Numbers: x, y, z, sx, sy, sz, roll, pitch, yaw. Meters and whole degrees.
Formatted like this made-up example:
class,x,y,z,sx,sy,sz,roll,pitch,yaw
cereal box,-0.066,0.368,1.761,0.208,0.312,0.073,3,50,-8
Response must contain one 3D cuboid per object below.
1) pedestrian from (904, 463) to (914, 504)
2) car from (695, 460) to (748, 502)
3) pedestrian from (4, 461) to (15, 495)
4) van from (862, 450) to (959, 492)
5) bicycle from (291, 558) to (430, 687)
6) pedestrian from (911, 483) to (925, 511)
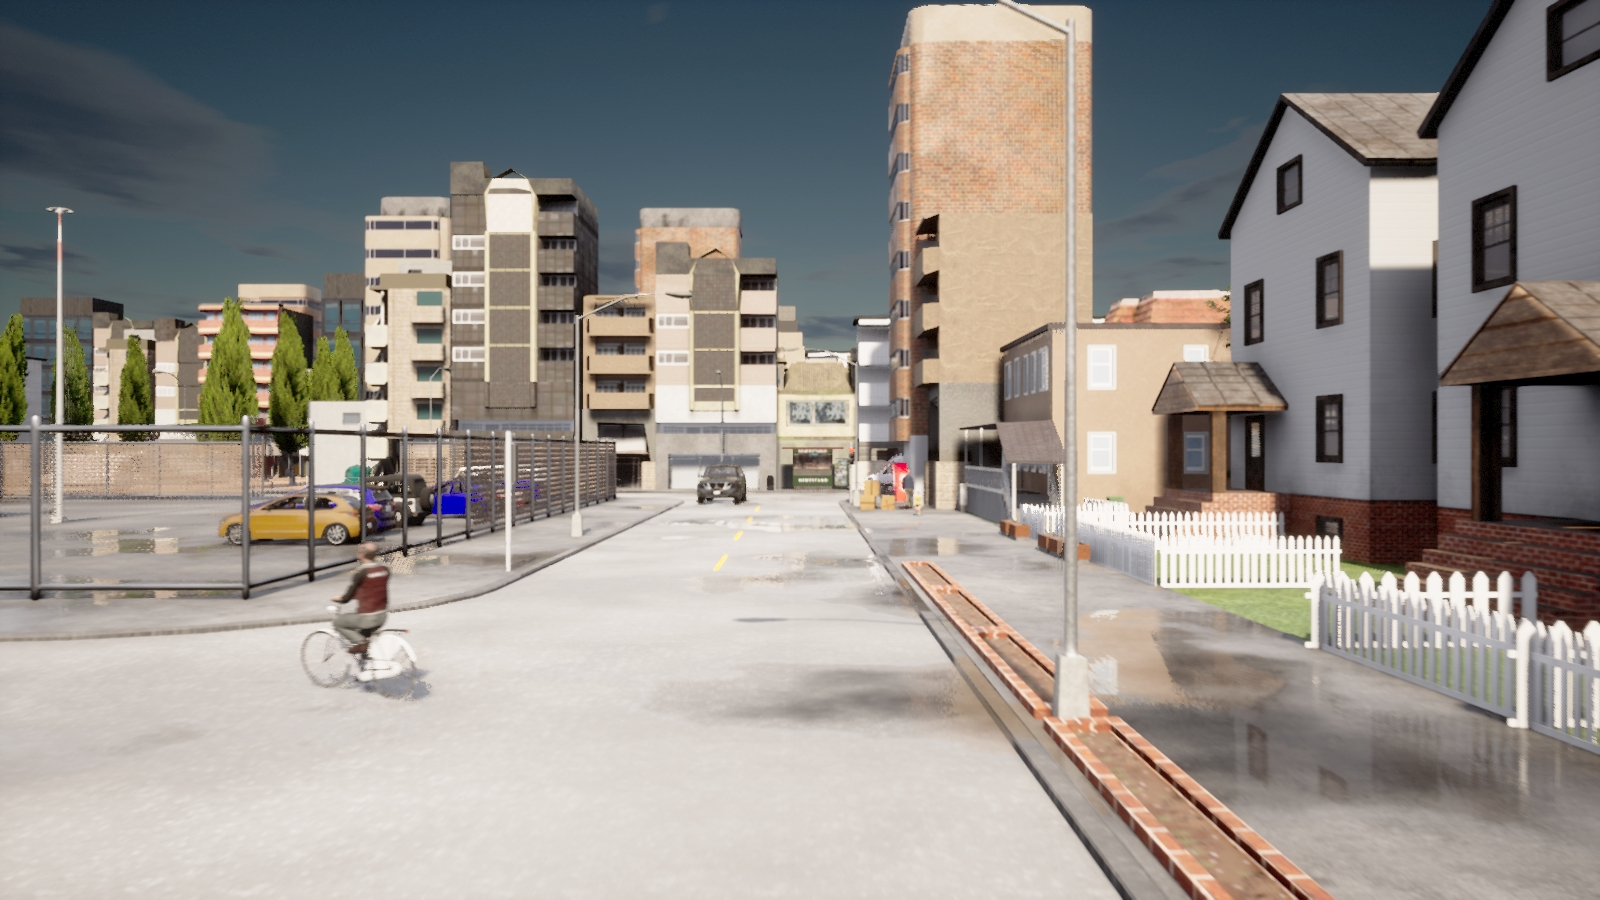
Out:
class,x,y,z,sx,sy,sz,roll,pitch,yaw
pedestrian,4.908,1.515,51.522,0.375,1.860,0.375,0,0,22
car,-4.045,1.558,59.842,2.150,2.045,5.566,0,0,2
pedestrian,-43.459,1.514,62.783,0.375,1.860,0.375,0,0,-10
van,6.946,1.312,72.092,5.915,2.561,1.988,0,0,0
bicycle,-5.027,1.939,13.035,1.835,1.271,0.329,0,4,30
pedestrian,4.798,1.904,46.330,0.500,1.100,0.500,0,0,13
